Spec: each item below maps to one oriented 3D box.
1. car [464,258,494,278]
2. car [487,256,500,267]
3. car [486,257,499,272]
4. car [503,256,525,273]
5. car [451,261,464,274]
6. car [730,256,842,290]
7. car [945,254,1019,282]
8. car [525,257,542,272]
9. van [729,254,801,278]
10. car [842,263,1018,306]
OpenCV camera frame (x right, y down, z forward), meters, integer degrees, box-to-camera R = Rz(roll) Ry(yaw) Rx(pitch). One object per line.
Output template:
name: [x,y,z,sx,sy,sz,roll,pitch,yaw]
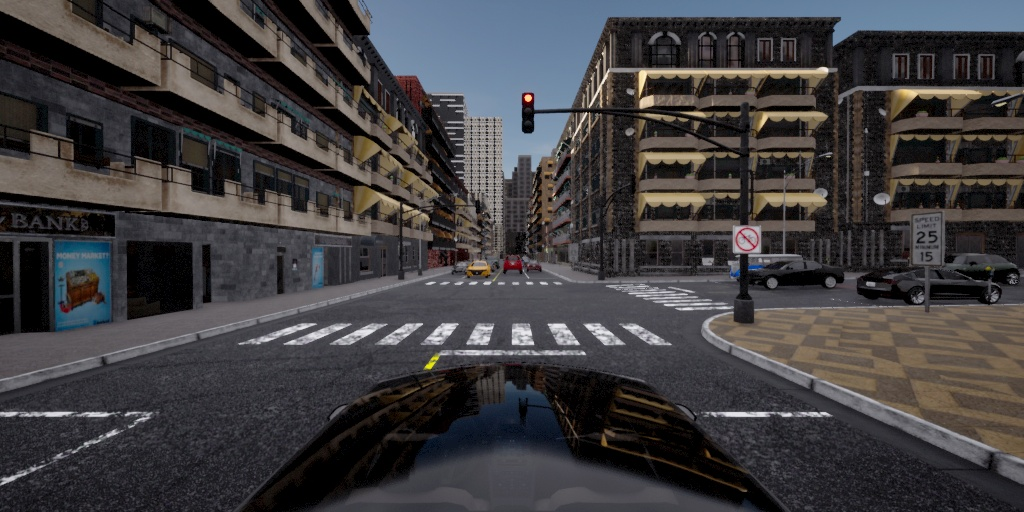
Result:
car: [-3.088,1.230,34.057,1.882,1.535,5.008,0,0,0]
car: [-3.067,0.986,55.075,2.150,2.045,5.566,0,0,0]
car: [-3.080,1.249,44.461,2.128,1.511,4.902,0,0,0]
car: [0.104,0.977,42.939,2.150,2.045,5.566,0,0,0]
car: [-5.676,1.305,39.997,2.007,1.370,4.403,0,0,0]
car: [15.068,0.951,19.501,5.008,1.535,1.882,-1,0,-1]
car: [24.386,0.679,19.625,4.553,1.767,2.097,-1,0,-1]
car: [2.706,1.198,45.516,1.967,1.591,4.097,0,0,0]
van: [15.662,0.782,22.104,3.998,1.789,1.690,0,0,-1]
car: [15.777,1.077,13.725,4.313,1.339,1.948,0,0,-1]
